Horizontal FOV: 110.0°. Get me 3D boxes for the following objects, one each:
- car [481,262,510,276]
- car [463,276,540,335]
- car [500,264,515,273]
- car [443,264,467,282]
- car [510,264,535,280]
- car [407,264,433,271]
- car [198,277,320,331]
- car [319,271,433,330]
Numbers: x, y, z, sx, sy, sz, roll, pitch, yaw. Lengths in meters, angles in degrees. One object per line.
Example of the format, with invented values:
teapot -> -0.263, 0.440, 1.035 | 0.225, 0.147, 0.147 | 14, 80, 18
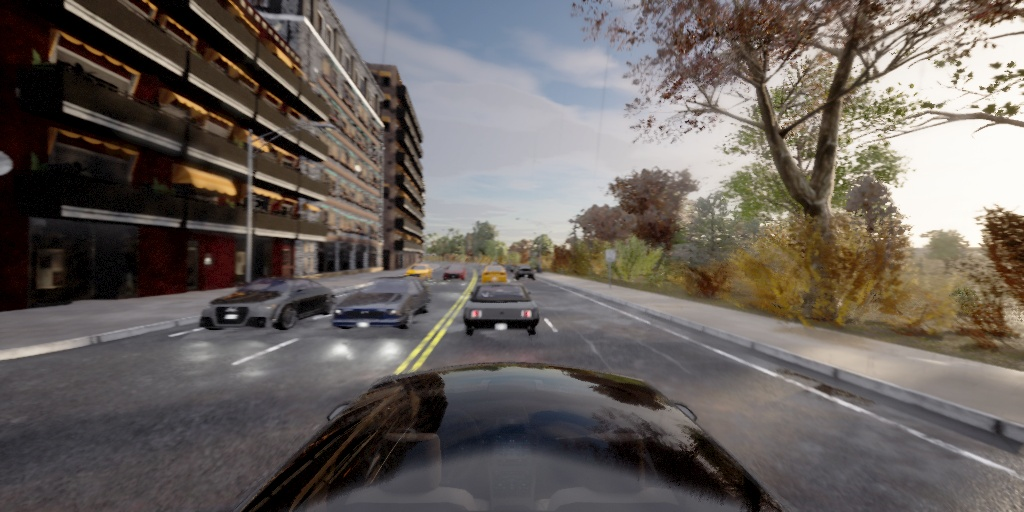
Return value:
car -> -1.458, 1.517, 28.775 | 1.882, 1.535, 5.008 | 1, -1, -4
car -> -0.358, 1.452, 10.889 | 1.895, 1.301, 4.718 | 1, -1, -3
car -> -0.732, 1.939, 55.653 | 1.895, 1.301, 4.718 | 1, -1, -6
car -> -5.283, 1.531, 33.581 | 1.882, 1.535, 5.008 | 1, -1, -5
car -> 1.175, 1.658, 36.568 | 1.837, 1.490, 4.892 | 1, 0, -5
car -> -8.511, 1.493, 33.200 | 1.882, 1.535, 5.008 | 1, -1, -5
car -> -7.073, 1.345, 10.918 | 1.994, 1.385, 4.181 | 1, -1, -3
car -> -3.842, 1.371, 11.655 | 2.033, 1.411, 5.357 | 1, -1, -3
